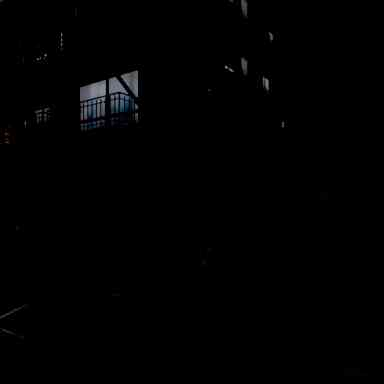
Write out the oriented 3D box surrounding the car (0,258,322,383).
[{"bbox_3d":[-0.884,1.566,3.503,4.313,1.339,1.947,0,0,35],"label":"car"}]
